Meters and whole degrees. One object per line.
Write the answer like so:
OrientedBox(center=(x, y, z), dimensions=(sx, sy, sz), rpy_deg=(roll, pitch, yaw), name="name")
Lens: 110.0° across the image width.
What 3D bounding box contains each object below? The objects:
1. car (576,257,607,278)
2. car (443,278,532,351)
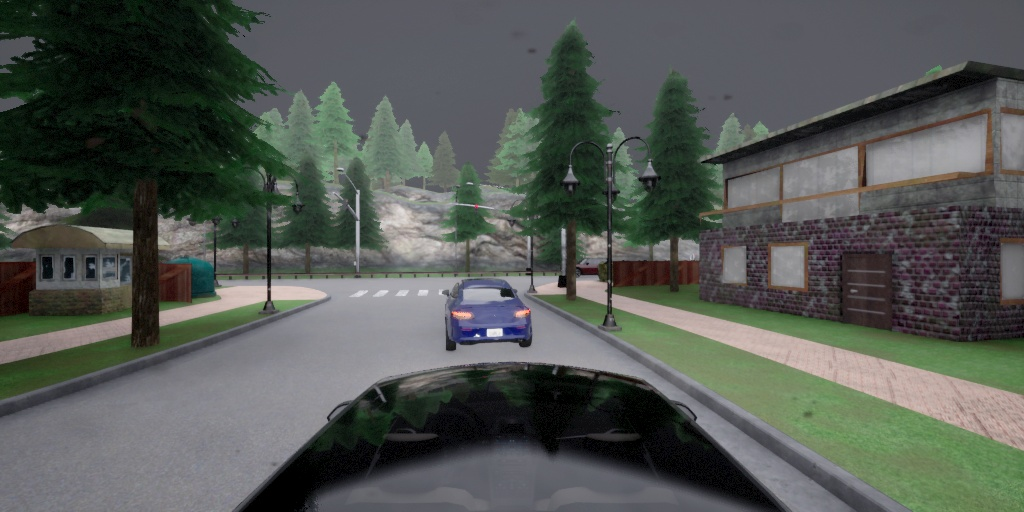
OrientedBox(center=(6.635, 0.945, 31.479), dimensions=(4.553, 1.767, 2.097), rpy_deg=(0, 0, -12), name="car")
OrientedBox(center=(-0.748, 1.276, 9.001), dimensions=(1.812, 1.442, 4.674), rpy_deg=(0, 0, -11), name="car")
